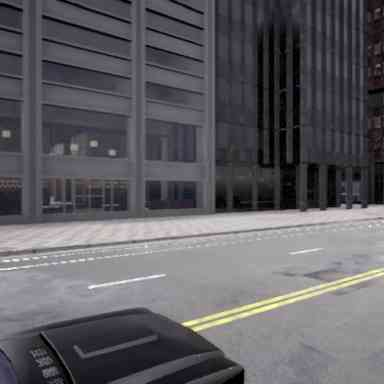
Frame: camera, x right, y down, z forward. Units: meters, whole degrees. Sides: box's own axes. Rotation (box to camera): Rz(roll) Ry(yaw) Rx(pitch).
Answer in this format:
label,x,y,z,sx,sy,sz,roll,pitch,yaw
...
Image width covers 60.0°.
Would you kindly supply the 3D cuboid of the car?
label,x,y,z,sx,sy,sz,roll,pitch,yaw
car,-1.822,1.601,2.140,4.718,1.301,1.895,0,0,-35
